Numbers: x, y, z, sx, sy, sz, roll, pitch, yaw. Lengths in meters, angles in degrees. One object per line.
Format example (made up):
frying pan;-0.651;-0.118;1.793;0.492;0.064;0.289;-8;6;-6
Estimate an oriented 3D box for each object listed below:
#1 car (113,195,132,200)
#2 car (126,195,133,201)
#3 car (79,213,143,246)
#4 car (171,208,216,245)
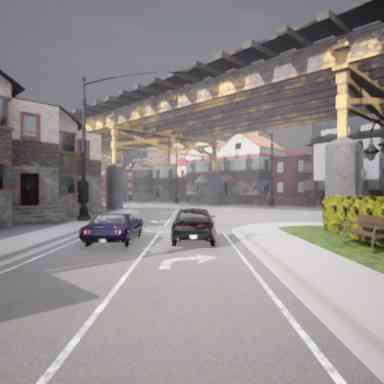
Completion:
car;-16.870;1.249;80.611;4.536;1.218;1.853;0;0;-15
car;-16.920;1.406;80.597;4.974;1.542;2.038;0;0;-15
car;-3.430;1.592;15.084;1.895;1.301;4.718;0;0;0
car;0.062;1.497;15.494;1.837;1.490;4.892;0;0;0
